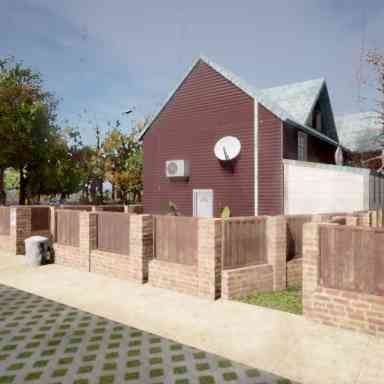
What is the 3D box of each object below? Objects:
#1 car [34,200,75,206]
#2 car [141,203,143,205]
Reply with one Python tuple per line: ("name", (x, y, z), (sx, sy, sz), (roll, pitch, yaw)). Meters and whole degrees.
("car", (-13.643, 1.570, 32.265), (2.128, 1.511, 4.902), (0, 0, 36))
("car", (-4.853, 1.630, 44.541), (1.837, 1.490, 4.892), (0, 0, 36))
